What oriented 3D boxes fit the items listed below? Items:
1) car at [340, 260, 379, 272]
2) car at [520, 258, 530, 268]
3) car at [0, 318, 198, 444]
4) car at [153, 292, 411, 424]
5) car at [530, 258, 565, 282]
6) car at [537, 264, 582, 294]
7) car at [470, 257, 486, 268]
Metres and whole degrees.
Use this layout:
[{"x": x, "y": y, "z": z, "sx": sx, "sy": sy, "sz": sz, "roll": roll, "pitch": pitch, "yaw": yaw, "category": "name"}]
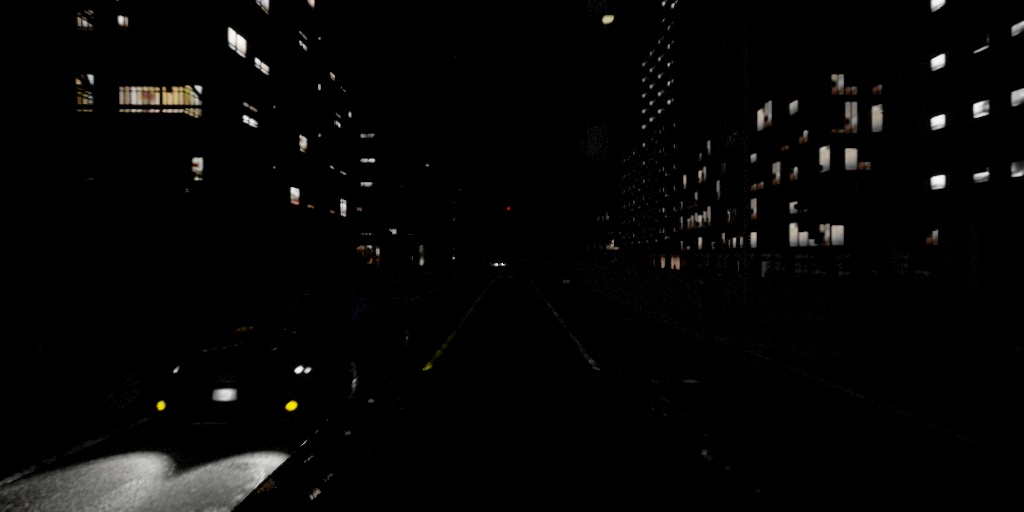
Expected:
[{"x": -16.447, "y": 1.054, "z": 38.250, "sx": 4.403, "sy": 1.370, "sz": 2.007, "roll": 0, "pitch": 0, "yaw": -1, "category": "car"}, {"x": 2.673, "y": 1.254, "z": 57.672, "sx": 1.888, "sy": 1.381, "sz": 4.507, "roll": 0, "pitch": 0, "yaw": 0, "category": "car"}, {"x": -5.690, "y": 1.313, "z": 3.191, "sx": 1.948, "sy": 1.339, "sz": 4.313, "roll": 0, "pitch": 0, "yaw": 0, "category": "car"}, {"x": -3.101, "y": 1.309, "z": 5.863, "sx": 1.994, "sy": 1.385, "sz": 4.181, "roll": 0, "pitch": 0, "yaw": 0, "category": "car"}, {"x": 2.684, "y": 1.041, "z": 25.285, "sx": 2.192, "sy": 1.841, "sz": 5.009, "roll": 0, "pitch": 0, "yaw": 0, "category": "car"}, {"x": 2.686, "y": 1.297, "z": 19.762, "sx": 1.948, "sy": 1.339, "sz": 4.313, "roll": 0, "pitch": 0, "yaw": 0, "category": "car"}, {"x": -5.707, "y": 1.258, "z": 57.670, "sx": 2.007, "sy": 1.370, "sz": 4.403, "roll": 0, "pitch": 0, "yaw": 0, "category": "car"}]
